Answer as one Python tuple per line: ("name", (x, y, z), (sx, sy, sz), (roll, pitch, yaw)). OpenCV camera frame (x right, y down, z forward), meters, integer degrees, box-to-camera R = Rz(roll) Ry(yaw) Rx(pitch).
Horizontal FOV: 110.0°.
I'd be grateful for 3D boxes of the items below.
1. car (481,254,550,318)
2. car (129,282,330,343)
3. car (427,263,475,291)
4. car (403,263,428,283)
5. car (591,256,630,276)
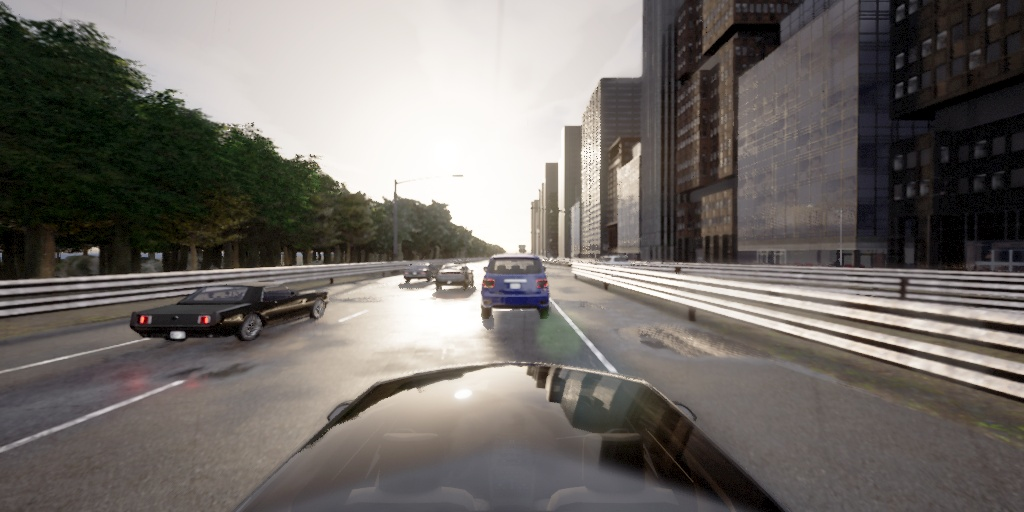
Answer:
("car", (0.099, 0.960, 13.063), (2.150, 2.045, 5.566), (0, 0, 0))
("car", (-6.900, 1.342, 9.631), (1.895, 1.301, 4.718), (0, 0, 0))
("car", (-3.400, 1.224, 21.894), (2.128, 1.511, 4.902), (0, 0, 0))
("car", (-6.896, 1.276, 27.924), (2.033, 1.411, 5.357), (0, 0, 0))
("car", (10.132, 0.999, 37.297), (2.150, 2.045, 5.566), (0, 0, -13))
